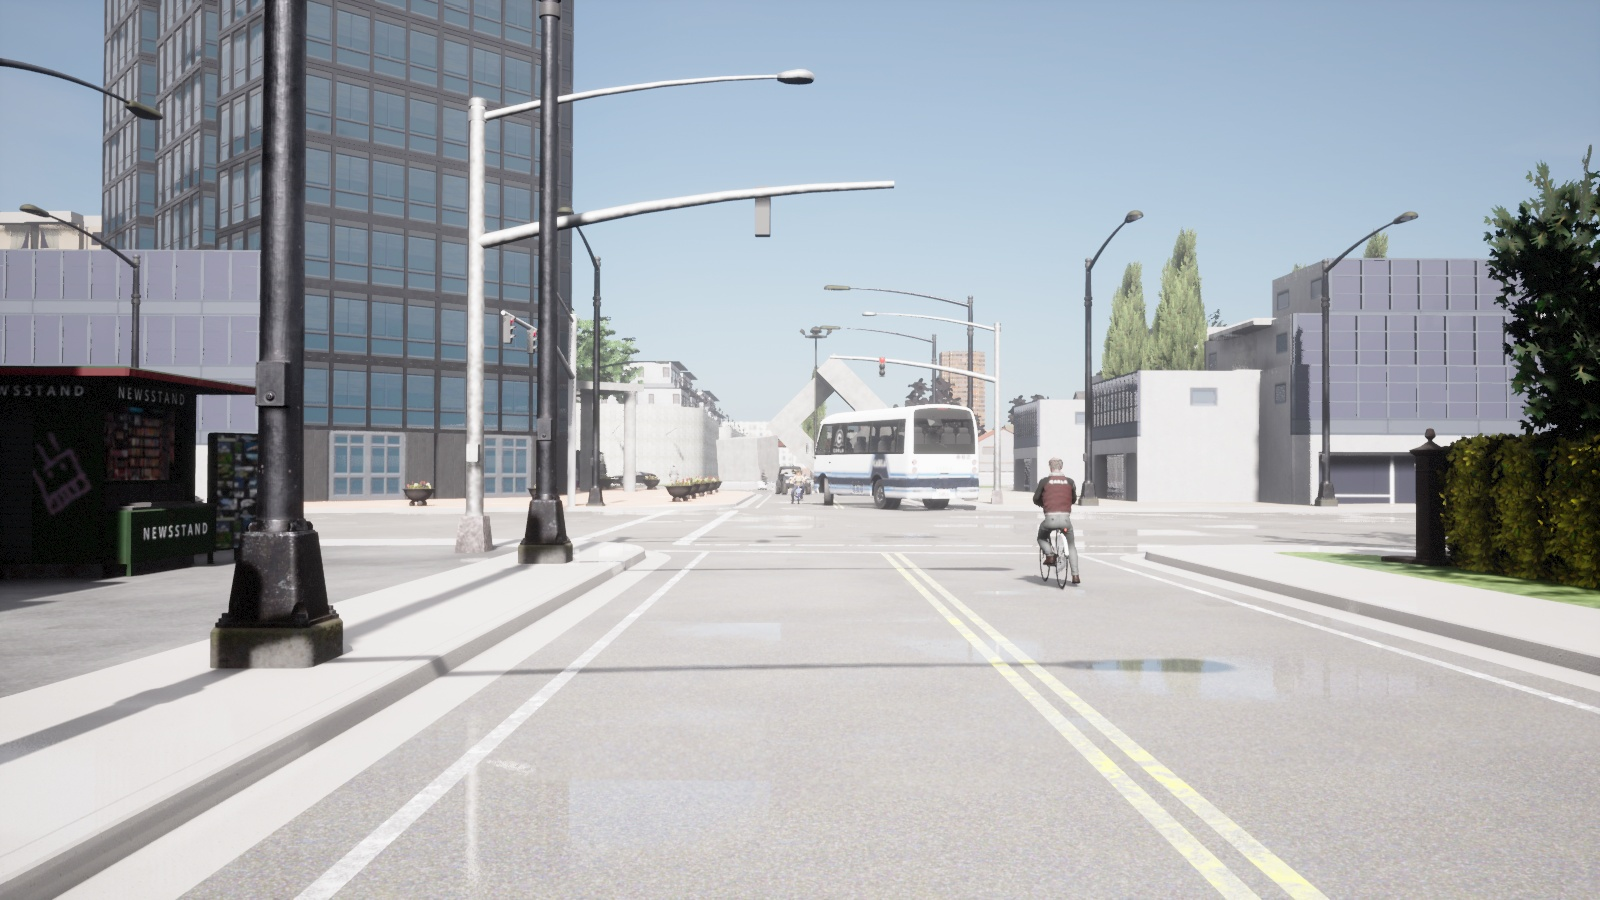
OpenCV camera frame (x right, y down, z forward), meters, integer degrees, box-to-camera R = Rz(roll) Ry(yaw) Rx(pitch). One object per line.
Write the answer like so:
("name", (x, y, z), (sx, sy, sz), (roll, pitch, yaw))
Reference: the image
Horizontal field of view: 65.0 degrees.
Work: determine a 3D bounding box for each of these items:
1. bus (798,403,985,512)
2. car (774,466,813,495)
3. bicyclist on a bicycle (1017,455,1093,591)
("bus", (3.661, 0.336, 54.459), (3.944, 4.253, 10.273), (0, -1, -22))
("car", (-0.426, 1.992, 82.392), (1.905, 1.878, 3.866), (0, -1, -10))
("bicyclist on a bicycle", (3.485, 0.961, 17.280), (0.659, 1.776, 1.843), (0, -1, 0))
